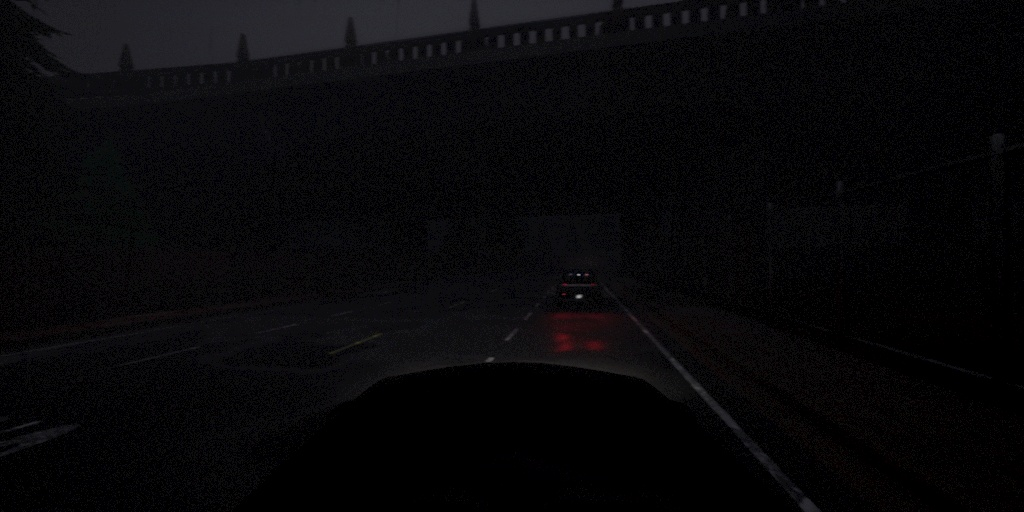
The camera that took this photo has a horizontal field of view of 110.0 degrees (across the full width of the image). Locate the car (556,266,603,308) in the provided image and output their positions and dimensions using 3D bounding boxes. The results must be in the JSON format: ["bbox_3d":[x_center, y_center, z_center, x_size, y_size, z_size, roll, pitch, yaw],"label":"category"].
[{"bbox_3d":[2.973,1.333,15.941,2.128,1.511,4.902,-1,0,11],"label":"car"}]
